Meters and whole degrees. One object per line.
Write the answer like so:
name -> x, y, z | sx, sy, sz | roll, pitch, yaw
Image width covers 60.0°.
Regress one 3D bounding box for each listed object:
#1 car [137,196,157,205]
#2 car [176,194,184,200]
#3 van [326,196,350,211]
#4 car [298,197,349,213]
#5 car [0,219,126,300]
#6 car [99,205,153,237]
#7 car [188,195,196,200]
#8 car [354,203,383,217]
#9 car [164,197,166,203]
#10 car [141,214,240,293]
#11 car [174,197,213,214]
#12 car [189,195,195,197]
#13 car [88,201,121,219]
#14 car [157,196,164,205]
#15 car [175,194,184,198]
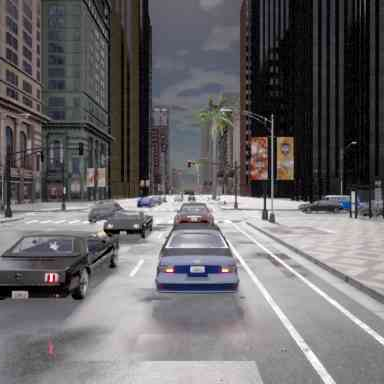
car -> -6.607, 1.479, 47.117 | 1.882, 1.535, 5.008 | 0, 0, 0
car -> -3.273, 1.316, 90.405 | 1.882, 1.535, 5.008 | 0, 0, 0
van -> 17.057, 1.315, 38.137 | 3.998, 1.788, 1.690 | 0, 0, 0
car -> 13.730, 1.509, 35.471 | 4.674, 1.442, 1.812 | 0, 0, 2
car -> -3.151, 1.600, 8.335 | 1.895, 1.301, 4.718 | 0, 0, 0
car -> -3.159, 1.601, 17.503 | 1.895, 1.301, 4.718 | 0, 0, 0
car -> -0.023, 1.546, 91.476 | 2.033, 1.411, 5.357 | 0, 0, 0
car -> 17.064, 1.549, 29.613 | 4.403, 1.369, 2.008 | 0, 0, 0
car -> -6.518, 1.556, 70.723 | 1.994, 1.385, 4.181 | 0, 0, 0
car -> 0.100, 1.547, 8.963 | 2.033, 1.411, 5.357 | 0, 0, 0
car -> 0.116, 1.352, 18.406 | 2.097, 1.767, 4.553 | 0, 0, 0
car -> -0.021, 1.529, 81.255 | 1.812, 1.442, 4.674 | 0, 0, 0
car -> -6.606, 1.504, 25.819 | 1.837, 1.490, 4.892 | 0, 0, 0
car -> -6.595, 1.528, 60.041 | 1.812, 1.442, 4.674 | 0, 0, 1
car -> -3.271, 1.521, 80.402 | 1.812, 1.442, 4.674 | 0, 0, 0
